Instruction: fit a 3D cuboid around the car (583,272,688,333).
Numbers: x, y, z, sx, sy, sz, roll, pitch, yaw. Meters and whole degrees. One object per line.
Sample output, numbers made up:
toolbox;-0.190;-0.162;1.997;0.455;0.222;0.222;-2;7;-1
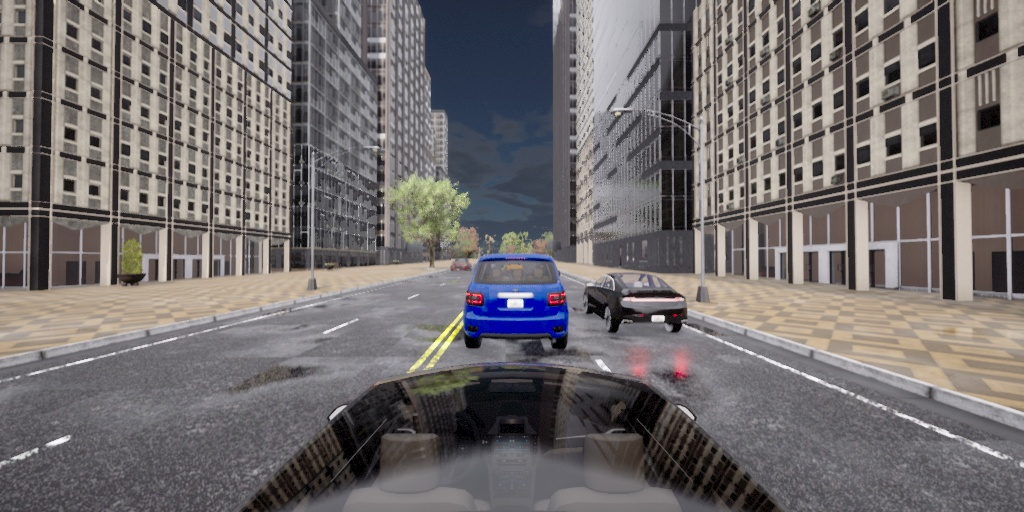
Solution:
car;3.388;1.234;10.712;2.128;1.511;4.902;0;0;0

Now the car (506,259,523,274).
car;0.278;1.195;42.639;1.882;1.535;5.008;0;0;0

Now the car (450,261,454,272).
car;-6.376;1.067;44.812;2.097;1.767;4.553;0;0;1

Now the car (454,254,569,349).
car;0.120;0.965;9.275;2.150;2.045;5.566;0;0;1

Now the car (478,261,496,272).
car;-3.116;1.316;45.664;1.895;1.301;4.718;0;0;1

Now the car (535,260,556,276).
car;3.508;1.226;38.246;1.837;1.490;4.892;0;0;0
